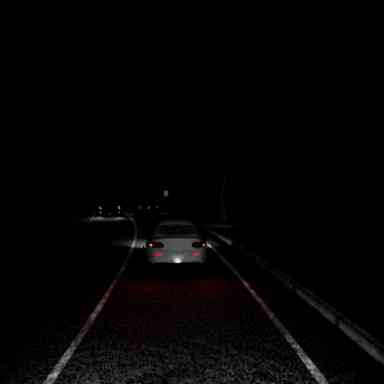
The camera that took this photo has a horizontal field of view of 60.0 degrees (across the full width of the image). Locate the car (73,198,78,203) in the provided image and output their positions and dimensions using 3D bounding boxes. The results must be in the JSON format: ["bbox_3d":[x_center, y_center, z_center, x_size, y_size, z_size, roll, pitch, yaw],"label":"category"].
[{"bbox_3d":[-24.866,1.420,68.273,2.128,1.511,4.902,3,-1,-33],"label":"car"}]

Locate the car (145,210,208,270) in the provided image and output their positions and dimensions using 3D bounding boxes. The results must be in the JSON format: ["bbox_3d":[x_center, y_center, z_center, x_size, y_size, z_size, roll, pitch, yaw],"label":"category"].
[{"bbox_3d":[-0.568,1.559,11.068,1.812,1.442,4.674,0,0,-5],"label":"car"}]

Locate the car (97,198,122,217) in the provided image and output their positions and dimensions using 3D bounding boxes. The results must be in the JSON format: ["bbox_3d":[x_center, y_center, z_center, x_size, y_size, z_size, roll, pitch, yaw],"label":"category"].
[{"bbox_3d":[-7.926,1.394,31.810,2.097,1.767,4.553,1,0,-16],"label":"car"}]

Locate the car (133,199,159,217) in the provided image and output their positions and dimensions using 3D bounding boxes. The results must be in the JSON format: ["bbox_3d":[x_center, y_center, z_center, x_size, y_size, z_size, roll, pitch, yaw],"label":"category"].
[{"bbox_3d":[-4.484,1.477,32.292,2.097,1.767,4.553,1,-1,-15],"label":"car"}]
